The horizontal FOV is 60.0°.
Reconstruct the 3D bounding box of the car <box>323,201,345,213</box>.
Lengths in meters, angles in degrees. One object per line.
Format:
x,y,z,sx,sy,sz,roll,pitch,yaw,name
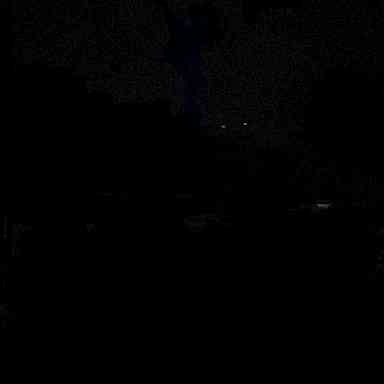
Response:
20.061,2.416,46.219,1.967,1.590,4.097,-1,-1,36,car

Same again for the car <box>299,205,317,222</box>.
10.375,2.209,32.694,2.008,1.369,4.403,-1,-1,36,car

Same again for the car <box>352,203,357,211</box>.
23.289,2.635,50.724,2.008,1.369,4.403,-1,-1,36,car

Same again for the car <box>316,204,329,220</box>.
13.603,2.345,37.201,1.802,1.307,4.206,-1,-1,36,car

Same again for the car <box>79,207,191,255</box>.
-2.539,1.564,14.667,2.192,1.841,5.009,0,-1,36,car

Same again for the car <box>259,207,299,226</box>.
7.146,2.121,28.186,1.947,1.339,4.313,0,-1,36,car

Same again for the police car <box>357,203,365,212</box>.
29.286,2.712,58.876,1.930,1.638,5.238,1,-1,36,police car

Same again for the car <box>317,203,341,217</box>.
16.832,2.413,41.709,1.887,1.381,4.507,-1,-1,36,car

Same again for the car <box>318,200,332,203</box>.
20.997,2.266,51.856,2.150,2.045,5.566,1,-1,36,car

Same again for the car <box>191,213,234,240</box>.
0.788,1.879,19.309,1.752,1.417,4.829,0,-1,36,car

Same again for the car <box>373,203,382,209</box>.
45.888,3.418,82.278,2.008,1.369,4.403,-1,-2,36,car
